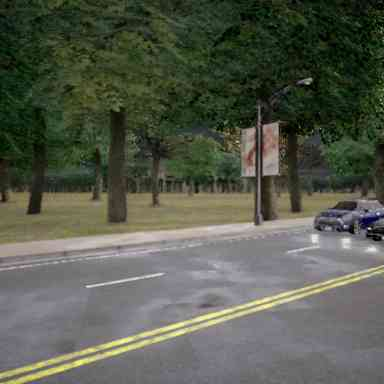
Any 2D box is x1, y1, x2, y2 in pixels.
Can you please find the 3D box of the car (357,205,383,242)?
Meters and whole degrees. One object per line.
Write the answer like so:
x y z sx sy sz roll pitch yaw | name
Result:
9.822 1.420 14.701 5.357 1.411 2.033 -1 0 -36 | car

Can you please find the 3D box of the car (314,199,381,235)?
8.585 1.217 17.811 4.553 1.767 2.097 -1 0 -36 | car
